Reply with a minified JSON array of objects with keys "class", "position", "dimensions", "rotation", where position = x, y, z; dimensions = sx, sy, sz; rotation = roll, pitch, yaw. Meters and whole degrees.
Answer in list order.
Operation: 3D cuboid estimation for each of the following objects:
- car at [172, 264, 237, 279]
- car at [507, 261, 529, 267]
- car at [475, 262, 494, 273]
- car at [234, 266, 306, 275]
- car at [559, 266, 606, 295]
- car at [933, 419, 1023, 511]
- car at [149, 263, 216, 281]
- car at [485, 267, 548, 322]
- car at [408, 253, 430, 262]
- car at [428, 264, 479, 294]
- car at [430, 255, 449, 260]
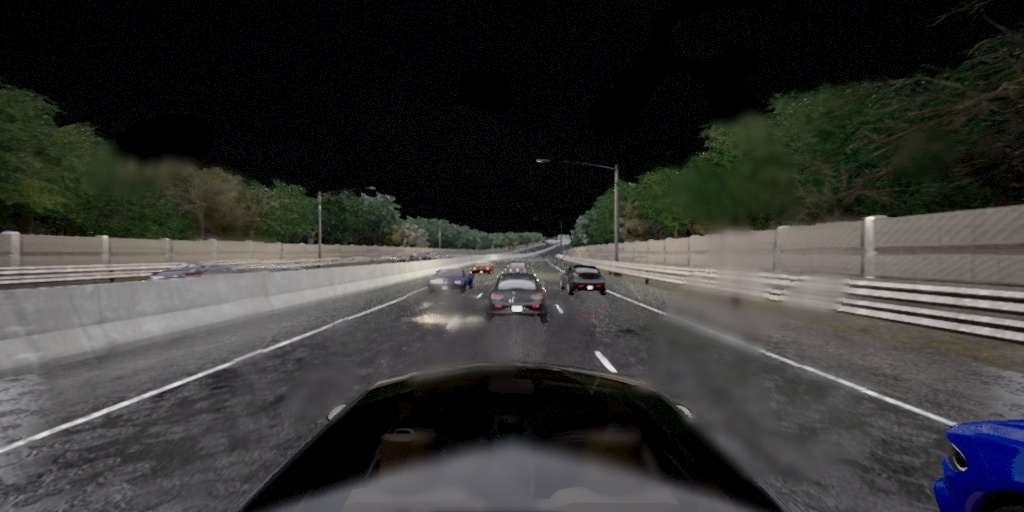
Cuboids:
[{"class":"car","position":[-17.404,1.317,21.904],"dimensions":[1.895,1.301,4.718],"rotation":[0,0,1]},{"class":"car","position":[0.542,1.194,32.835],"dimensions":[2.033,1.411,5.357],"rotation":[0,1,2]},{"class":"car","position":[-2.856,1.207,36.336],"dimensions":[1.895,1.301,4.718],"rotation":[0,1,2]},{"class":"car","position":[-13.907,1.320,21.755],"dimensions":[1.895,1.301,4.718],"rotation":[0,0,1]},{"class":"car","position":[3.760,1.247,19.517],"dimensions":[1.837,1.490,4.892],"rotation":[0,0,1]},{"class":"car","position":[3.609,1.224,0.139],"dimensions":[1.882,1.535,5.008],"rotation":[0,0,0]},{"class":"car","position":[-20.871,1.196,23.576],"dimensions":[2.128,1.511,4.902],"rotation":[0,0,1]},{"class":"car","position":[0.164,1.282,12.179],"dimensions":[1.812,1.442,4.674],"rotation":[0,0,1]},{"class":"car","position":[-15.874,0.419,63.322],"dimensions":[2.150,2.045,5.566],"rotation":[0,1,3]},{"class":"car","position":[-3.234,1.335,20.126],"dimensions":[1.895,1.301,4.718],"rotation":[0,0,1]},{"class":"car","position":[-12.377,0.697,63.285],"dimensions":[2.128,1.511,4.902],"rotation":[0,1,3]}]
